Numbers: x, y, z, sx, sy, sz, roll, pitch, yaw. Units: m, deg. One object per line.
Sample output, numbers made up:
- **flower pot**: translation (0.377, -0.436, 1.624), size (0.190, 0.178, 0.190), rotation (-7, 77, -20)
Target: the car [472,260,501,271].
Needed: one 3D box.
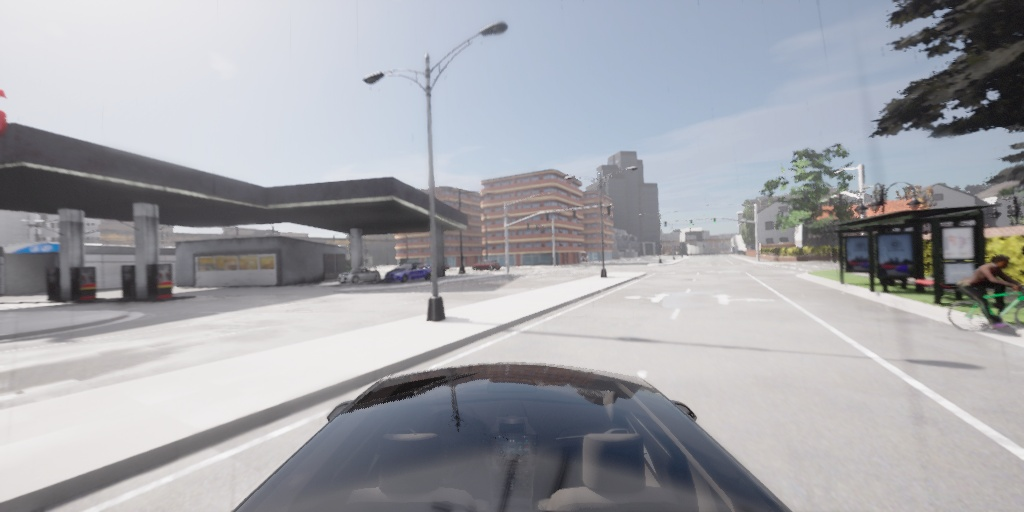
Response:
- **car**: translation (-4.122, 1.429, 56.728), size (4.553, 1.767, 2.097), rotation (-2, 0, 28)

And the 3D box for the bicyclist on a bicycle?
- **bicyclist on a bicycle**: translation (10.119, 0.824, 7.470), size (0.582, 1.620, 1.656), rotation (-6, -6, -15)

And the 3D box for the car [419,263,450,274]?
- **car**: translation (-12.992, 2.009, 61.468), size (4.718, 1.301, 1.895), rotation (-2, 0, 28)
